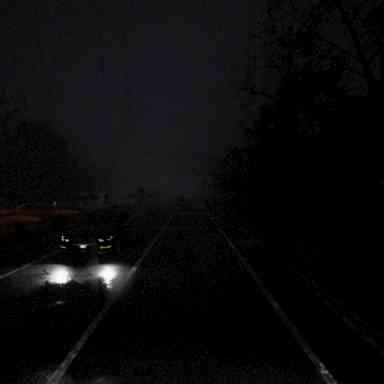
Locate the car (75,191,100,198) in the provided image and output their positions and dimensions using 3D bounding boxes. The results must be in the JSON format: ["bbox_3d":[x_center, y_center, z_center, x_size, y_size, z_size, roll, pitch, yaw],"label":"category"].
[{"bbox_3d":[-23.410,0.516,74.458,4.792,1.488,2.163,0,1,0],"label":"car"}]

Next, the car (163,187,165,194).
[{"bbox_3d":[-10.221,0.064,88.410,4.553,1.767,2.185,0,2,0],"label":"car"}]

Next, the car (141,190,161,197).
[{"bbox_3d":[-10.243,0.372,82.835,4.792,1.488,2.163,0,2,0],"label":"car"}]

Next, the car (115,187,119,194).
[{"bbox_3d":[-23.316,0.100,91.196,4.892,1.521,2.231,0,2,0],"label":"car"}]

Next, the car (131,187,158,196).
[{"bbox_3d":[-10.343,0.393,71.693,4.553,1.767,2.185,0,1,0],"label":"car"}]

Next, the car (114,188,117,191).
[{"bbox_3d":[-23.327,0.192,88.279,5.008,1.535,2.097,0,2,0],"label":"car"}]

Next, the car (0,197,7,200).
[{"bbox_3d":[-23.261,1.235,36.227,4.553,1.767,2.185,0,0,0],"label":"car"}]

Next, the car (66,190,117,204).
[{"bbox_3d":[-10.193,1.115,30.762,5.566,2.045,2.435,0,0,0],"label":"car"}]

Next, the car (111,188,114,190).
[{"bbox_3d":[-23.337,0.271,85.490,5.008,1.535,2.097,0,2,0],"label":"car"}]

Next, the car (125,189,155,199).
[{"bbox_3d":[-10.302,0.592,66.124,4.792,1.488,2.163,0,0,0],"label":"car"}]

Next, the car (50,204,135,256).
[{"bbox_3d":[-3.363,1.412,12.672,1.837,1.490,4.892,0,0,0],"label":"car"}]

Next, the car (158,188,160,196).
[{"bbox_3d":[-10.296,0.489,74.473,5.008,1.535,2.097,0,1,0],"label":"car"}]

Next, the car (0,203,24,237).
[{"bbox_3d":[-10.396,1.379,14.108,5.366,1.575,1.946,0,0,0],"label":"car"}]

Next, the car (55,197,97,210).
[{"bbox_3d":[-10.187,1.370,25.210,4.892,1.521,2.231,0,0,0],"label":"car"}]

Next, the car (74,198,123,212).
[{"bbox_3d":[-10.120,1.393,36.315,4.792,1.488,2.163,0,0,0],"label":"car"}]

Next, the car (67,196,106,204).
[{"bbox_3d":[-10.358,1.364,27.987,5.366,1.575,1.946,0,0,0],"label":"car"}]

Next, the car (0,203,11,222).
[{"bbox_3d":[-14.627,1.490,22.699,1.895,1.301,4.718,0,0,0],"label":"car"}]

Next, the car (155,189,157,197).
[{"bbox_3d":[-10.351,0.570,68.908,4.792,1.488,2.163,0,0,0],"label":"car"}]

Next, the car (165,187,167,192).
[{"bbox_3d":[-10.261,0.032,93.987,4.792,1.488,2.163,0,2,0],"label":"car"}]

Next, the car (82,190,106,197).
[{"bbox_3d":[-23.547,0.396,80.045,5.366,1.575,1.946,0,1,0],"label":"car"}]

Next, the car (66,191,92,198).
[{"bbox_3d":[-23.405,0.579,68.761,4.674,1.452,2.002,0,0,0],"label":"car"}]

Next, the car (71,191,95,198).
[{"bbox_3d":[-23.395,0.557,71.546,4.674,1.452,2.002,0,0,0],"label":"car"}]

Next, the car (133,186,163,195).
[{"bbox_3d":[-10.320,0.198,77.263,5.566,2.045,2.435,0,1,0],"label":"car"}]

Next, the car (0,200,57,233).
[{"bbox_3d":[-10.018,1.372,16.760,5.366,1.575,1.946,0,0,0],"label":"car"}]

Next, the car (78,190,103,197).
[{"bbox_3d":[-23.557,0.444,77.250,5.366,1.575,1.946,0,1,0],"label":"car"}]
